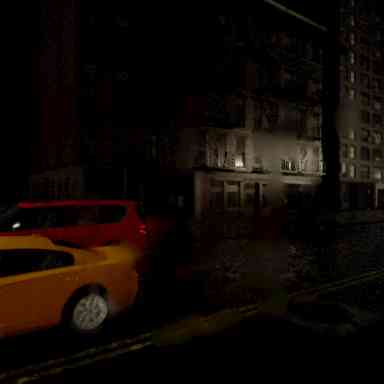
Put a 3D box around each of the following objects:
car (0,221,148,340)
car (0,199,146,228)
[{"bbox_3d":[-3.317,1.478,5.214,5.008,1.535,1.882,0,0,-35],"label":"car"},{"bbox_3d":[-3.868,1.226,8.789,5.566,2.045,2.150,0,0,-35],"label":"car"}]
